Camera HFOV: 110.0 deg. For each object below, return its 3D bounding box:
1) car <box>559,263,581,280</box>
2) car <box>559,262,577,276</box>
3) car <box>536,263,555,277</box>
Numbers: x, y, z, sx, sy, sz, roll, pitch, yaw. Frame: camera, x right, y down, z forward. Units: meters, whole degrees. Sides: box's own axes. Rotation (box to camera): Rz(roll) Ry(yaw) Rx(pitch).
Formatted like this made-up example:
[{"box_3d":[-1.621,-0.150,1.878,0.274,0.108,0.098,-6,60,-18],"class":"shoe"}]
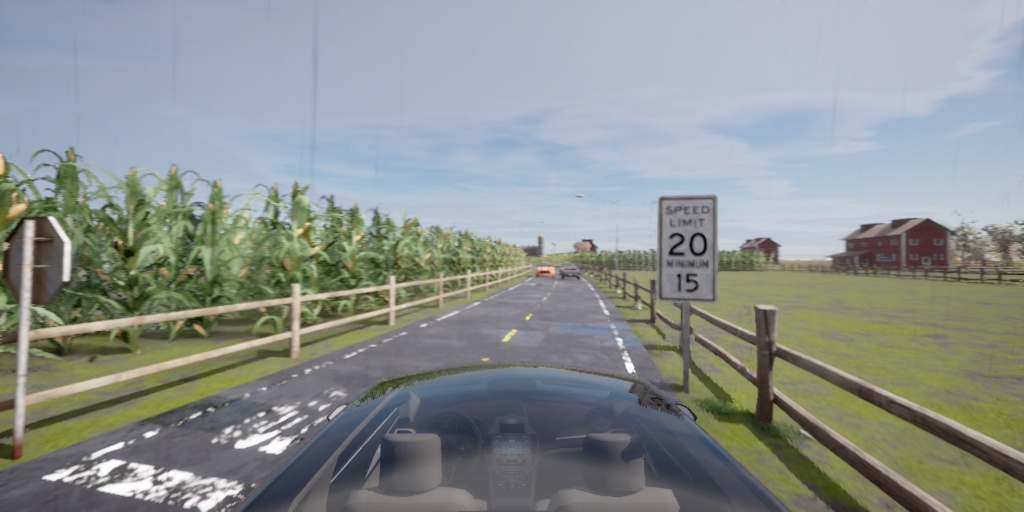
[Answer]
[{"box_3d":[6.150,1.691,37.712,2.128,1.511,4.902,1,-1,9],"class":"car"},{"box_3d":[7.385,1.667,47.924,2.097,1.767,4.553,1,-1,6],"class":"car"},{"box_3d":[3.979,1.568,42.508,2.097,1.767,4.553,1,-1,7],"class":"car"}]
